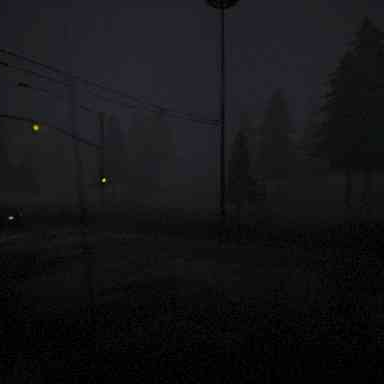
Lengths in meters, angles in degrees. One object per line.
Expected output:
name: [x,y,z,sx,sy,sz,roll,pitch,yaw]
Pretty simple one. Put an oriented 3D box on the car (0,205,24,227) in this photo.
car: [-12.835,1.571,21.748,4.181,1.385,1.994,0,0,36]
